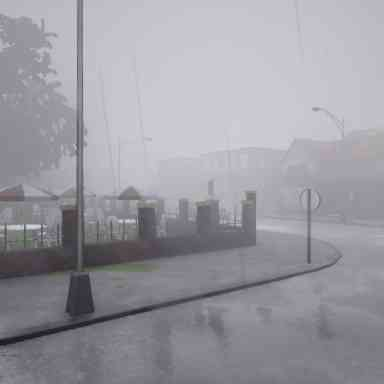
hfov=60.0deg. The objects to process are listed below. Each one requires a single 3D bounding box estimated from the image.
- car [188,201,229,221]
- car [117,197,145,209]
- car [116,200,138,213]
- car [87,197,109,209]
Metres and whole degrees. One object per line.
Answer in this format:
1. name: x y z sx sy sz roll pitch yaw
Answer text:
1. car: 0.870 1.492 26.351 2.128 1.511 4.902 0 0 -36
2. car: -8.627 1.477 46.847 1.882 1.535 5.008 0 0 -36
3. car: -6.793 1.548 37.074 2.033 1.411 5.357 0 0 -36
4. car: -13.049 1.505 45.895 1.837 1.490 4.892 0 0 -35
